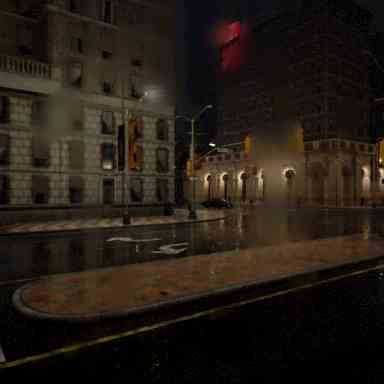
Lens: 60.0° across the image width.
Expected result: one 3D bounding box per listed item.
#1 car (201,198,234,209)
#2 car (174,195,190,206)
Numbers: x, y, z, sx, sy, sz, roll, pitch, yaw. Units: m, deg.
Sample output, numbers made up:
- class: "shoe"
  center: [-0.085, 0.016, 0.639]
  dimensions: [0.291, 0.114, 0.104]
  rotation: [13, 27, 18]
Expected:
- class: "car"
  center: [3.454, 1.547, 46.941]
  dimensions: [2.033, 1.411, 5.357]
  rotation: [0, 0, -36]
- class: "car"
  center: [-2.114, 1.526, 54.797]
  dimensions: [1.812, 1.442, 4.674]
  rotation: [0, 0, -35]
